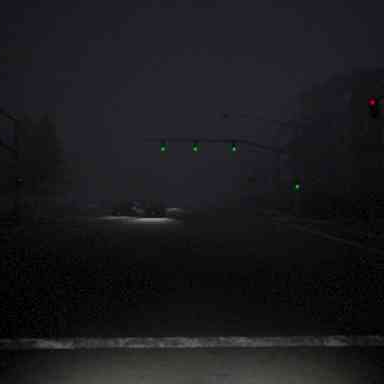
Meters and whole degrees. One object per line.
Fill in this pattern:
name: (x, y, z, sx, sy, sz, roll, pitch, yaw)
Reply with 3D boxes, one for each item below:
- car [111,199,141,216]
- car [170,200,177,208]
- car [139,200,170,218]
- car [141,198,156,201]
car: (-7.059, 1.755, 34.985, 2.033, 1.411, 5.357, 0, 0, 0)
car: (-3.475, 1.923, 54.341, 1.895, 1.301, 4.718, 0, 0, 1)
car: (-3.562, 1.756, 32.390, 1.994, 1.385, 4.181, 0, 0, 0)
car: (-6.939, 1.642, 49.165, 2.097, 1.767, 4.553, 0, 0, 0)
